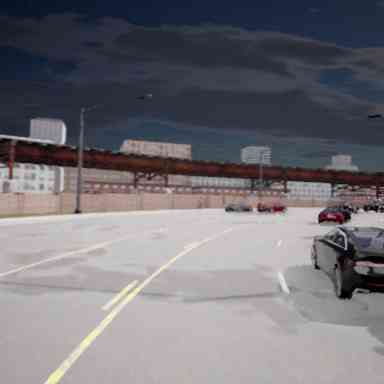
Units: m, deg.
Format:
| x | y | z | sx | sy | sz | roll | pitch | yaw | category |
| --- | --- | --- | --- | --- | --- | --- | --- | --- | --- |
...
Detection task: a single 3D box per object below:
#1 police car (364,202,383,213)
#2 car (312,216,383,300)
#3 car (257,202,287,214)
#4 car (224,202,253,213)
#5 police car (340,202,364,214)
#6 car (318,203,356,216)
| x | y | z | sx | sy | sz | roll | pitch | yaw | category |
| --- | --- | --- | --- | --- | --- | --- | --- | --- | --- |
| 27.159 | 2.228 | 48.849 | 5.238 | 1.638 | 1.930 | 1 | -1 | -37 | police car |
| 4.375 | 1.637 | 8.586 | 2.128 | 1.511 | 4.902 | 1 | 0 | 10 | car |
| 10.019 | 1.937 | 41.464 | 1.882 | 1.535 | 5.008 | 0 | -1 | 43 | car |
| 5.961 | 1.963 | 42.217 | 1.994 | 1.385 | 4.181 | 0 | -1 | 42 | car |
| 19.742 | 2.051 | 42.754 | 5.238 | 1.638 | 1.930 | 1 | -1 | -42 | police car |
| 12.178 | 1.938 | 28.204 | 1.994 | 1.385 | 4.181 | 0 | -1 | 36 | car |
